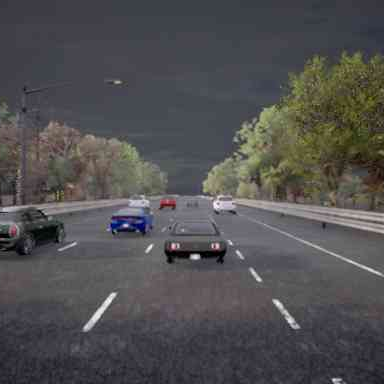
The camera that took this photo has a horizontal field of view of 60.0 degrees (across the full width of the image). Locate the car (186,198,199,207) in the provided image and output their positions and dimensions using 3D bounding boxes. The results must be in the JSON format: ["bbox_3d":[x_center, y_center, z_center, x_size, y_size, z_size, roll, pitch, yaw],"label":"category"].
[{"bbox_3d":[0.110,1.790,56.998,2.128,1.511,4.902,0,0,0],"label":"car"}]

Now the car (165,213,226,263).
[{"bbox_3d":[0.103,1.663,12.193,1.895,1.301,4.718,0,0,0],"label":"car"}]

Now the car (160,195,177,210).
[{"bbox_3d":[-3.390,1.473,48.334,2.150,2.045,5.566,0,0,0],"label":"car"}]

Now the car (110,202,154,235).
[{"bbox_3d":[-3.397,1.578,19.548,1.882,1.535,5.008,0,0,0],"label":"car"}]

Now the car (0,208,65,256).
[{"bbox_3d":[-6.897,1.421,13.506,2.097,1.767,4.553,0,0,0],"label":"car"}]

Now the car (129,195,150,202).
[{"bbox_3d":[-6.890,1.450,43.910,2.150,2.045,5.566,0,0,0],"label":"car"}]

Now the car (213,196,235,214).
[{"bbox_3d":[3.608,1.418,38.034,2.150,2.045,5.566,0,0,0],"label":"car"}]
